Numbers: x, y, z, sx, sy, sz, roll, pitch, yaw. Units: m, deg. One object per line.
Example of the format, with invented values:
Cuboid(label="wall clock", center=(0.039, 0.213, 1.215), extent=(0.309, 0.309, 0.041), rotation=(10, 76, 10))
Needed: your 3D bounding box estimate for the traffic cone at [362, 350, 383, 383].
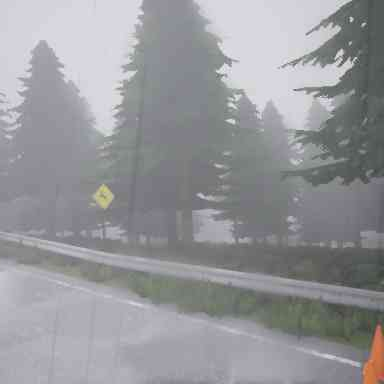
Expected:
Cuboid(label="traffic cone", center=(1.775, 1.956, 3.289), extent=(0.340, 0.580, 0.340), rotation=(0, 0, 34))

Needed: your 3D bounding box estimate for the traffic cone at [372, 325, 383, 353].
Cuboid(label="traffic cone", center=(2.322, 1.956, 4.124), extent=(0.340, 0.580, 0.340), rotation=(0, 0, 34))
